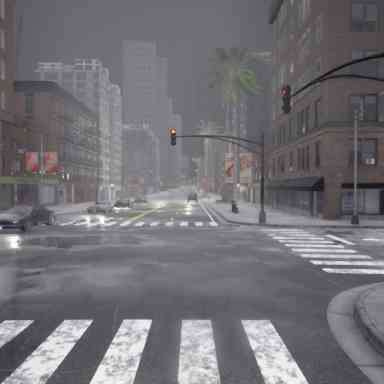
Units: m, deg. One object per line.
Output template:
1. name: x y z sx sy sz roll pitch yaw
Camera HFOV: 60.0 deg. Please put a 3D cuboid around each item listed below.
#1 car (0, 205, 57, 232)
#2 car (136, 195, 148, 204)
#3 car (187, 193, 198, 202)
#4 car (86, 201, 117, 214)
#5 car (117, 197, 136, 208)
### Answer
1. car: -9.833 1.466 19.730 2.033 1.411 5.357 0 0 0
2. car: -9.722 1.310 62.904 2.097 1.767 4.553 0 0 1
3. car: 0.122 1.162 71.965 2.150 2.045 5.566 0 0 0
4. car: -9.818 1.592 35.699 1.895 1.301 4.718 0 0 0
5. car: -9.783 1.546 47.935 1.994 1.385 4.181 0 0 2
